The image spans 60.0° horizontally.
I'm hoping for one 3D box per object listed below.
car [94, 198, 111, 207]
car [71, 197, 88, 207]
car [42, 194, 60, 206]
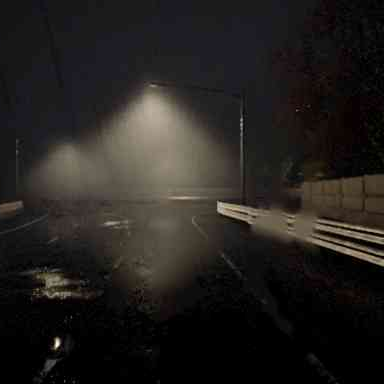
[{"bbox_3d":[-14.634,1.652,54.425,1.812,1.442,4.674,0,0,-30],"label":"car"},{"bbox_3d":[-18.030,1.637,53.327,1.837,1.490,4.892,1,0,-30],"label":"car"},{"bbox_3d":[-24.304,1.375,57.100,2.150,2.045,5.566,0,0,-33],"label":"car"}]
